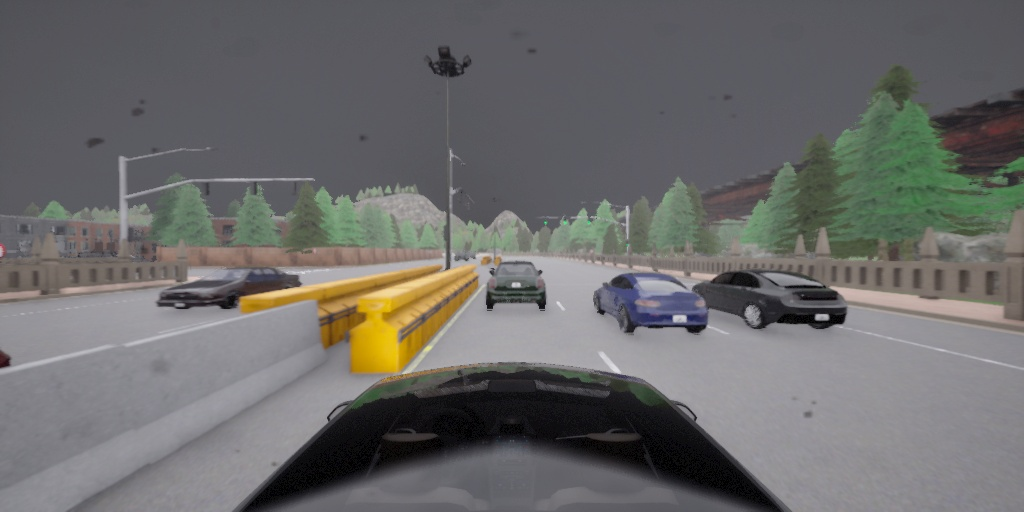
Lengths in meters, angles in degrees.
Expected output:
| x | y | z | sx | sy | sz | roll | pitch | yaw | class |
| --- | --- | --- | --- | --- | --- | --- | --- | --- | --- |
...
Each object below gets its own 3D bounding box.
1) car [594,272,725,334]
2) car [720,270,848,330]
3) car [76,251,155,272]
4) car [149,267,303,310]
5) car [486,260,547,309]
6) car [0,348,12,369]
| x | y | z | sx | sy | sz | roll | pitch | yaw | class |
| --- | --- | --- | --- | --- | --- | --- | --- | --- | --- |
| 3.632 | 1.166 | 10.045 | 1.812 | 1.442 | 4.674 | 0 | 1 | 0 | car |
| 7.135 | 1.138 | 10.659 | 1.837 | 1.490 | 4.892 | 0 | 1 | 0 | car |
| -32.674 | 0.619 | 29.586 | 5.566 | 2.045 | 2.150 | 0 | 1 | 1 | car |
| -10.511 | 1.139 | 14.037 | 2.033 | 1.411 | 5.357 | 0 | 1 | 1 | car |
| 0.151 | 0.944 | 14.055 | 2.097 | 1.767 | 4.553 | 0 | 1 | 0 | car |
| -7.077 | 1.260 | 2.421 | 1.812 | 1.442 | 4.674 | 0 | 1 | 0 | car |
